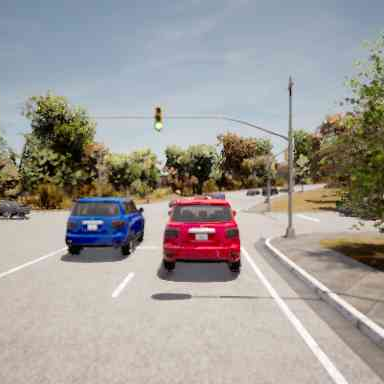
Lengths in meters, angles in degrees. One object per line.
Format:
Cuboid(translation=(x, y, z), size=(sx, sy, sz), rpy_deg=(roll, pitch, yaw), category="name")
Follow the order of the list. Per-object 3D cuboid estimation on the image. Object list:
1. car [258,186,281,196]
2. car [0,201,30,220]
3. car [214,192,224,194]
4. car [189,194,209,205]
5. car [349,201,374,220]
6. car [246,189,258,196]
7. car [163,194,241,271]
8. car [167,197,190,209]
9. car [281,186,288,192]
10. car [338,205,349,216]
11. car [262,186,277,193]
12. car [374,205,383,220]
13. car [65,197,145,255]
Cuboid(translation=(17.039, -0.298, 72.668), size=(2.150, 2.045, 5.566), rpy_deg=(0, 4, 32), category="car")
Cuboid(translation=(-16.293, 1.534, 28.236), size=(4.902, 1.511, 2.128), rpy_deg=(-1, 0, 9), category="car")
Cuboid(translation=(5.183, 0.743, 65.437), size=(1.812, 1.442, 4.674), rpy_deg=(0, 3, 25), category="car")
Cuboid(translation=(1.215, 1.214, 56.035), size=(1.812, 1.442, 4.674), rpy_deg=(0, 2, 20), category="car")
Cuboid(translation=(15.516, 1.526, 27.000), size=(4.181, 1.385, 1.994), rpy_deg=(-1, 0, 3), category="car")
Cuboid(translation=(13.715, 0.038, 73.930), size=(2.128, 1.511, 4.902), rpy_deg=(0, 4, 32), category="car")
Cuboid(translation=(0.335, 1.224, 11.058), size=(2.150, 2.045, 5.566), rpy_deg=(0, 0, 2), category="car")
Cuboid(translation=(-1.868, 1.511, 46.508), size=(1.994, 1.385, 4.181), rpy_deg=(0, 1, 16), category="car")
Cuboid(translation=(22.946, -0.734, 81.445), size=(1.812, 1.442, 4.674), rpy_deg=(0, 4, 37), category="car")
Cuboid(translation=(16.021, 1.464, 30.479), size=(4.892, 1.490, 1.837), rpy_deg=(-1, 0, 3), category="car")
Cuboid(translation=(19.339, -0.708, 82.444), size=(1.812, 1.442, 4.674), rpy_deg=(0, 4, 37), category="car")
Cuboid(translation=(14.565, 1.188, 20.046), size=(5.566, 2.045, 2.150), rpy_deg=(-1, 0, 6), category="car")
Cuboid(translation=(-3.251, 1.226, 13.445), size=(2.150, 2.045, 5.566), rpy_deg=(0, 0, -1), category="car")
